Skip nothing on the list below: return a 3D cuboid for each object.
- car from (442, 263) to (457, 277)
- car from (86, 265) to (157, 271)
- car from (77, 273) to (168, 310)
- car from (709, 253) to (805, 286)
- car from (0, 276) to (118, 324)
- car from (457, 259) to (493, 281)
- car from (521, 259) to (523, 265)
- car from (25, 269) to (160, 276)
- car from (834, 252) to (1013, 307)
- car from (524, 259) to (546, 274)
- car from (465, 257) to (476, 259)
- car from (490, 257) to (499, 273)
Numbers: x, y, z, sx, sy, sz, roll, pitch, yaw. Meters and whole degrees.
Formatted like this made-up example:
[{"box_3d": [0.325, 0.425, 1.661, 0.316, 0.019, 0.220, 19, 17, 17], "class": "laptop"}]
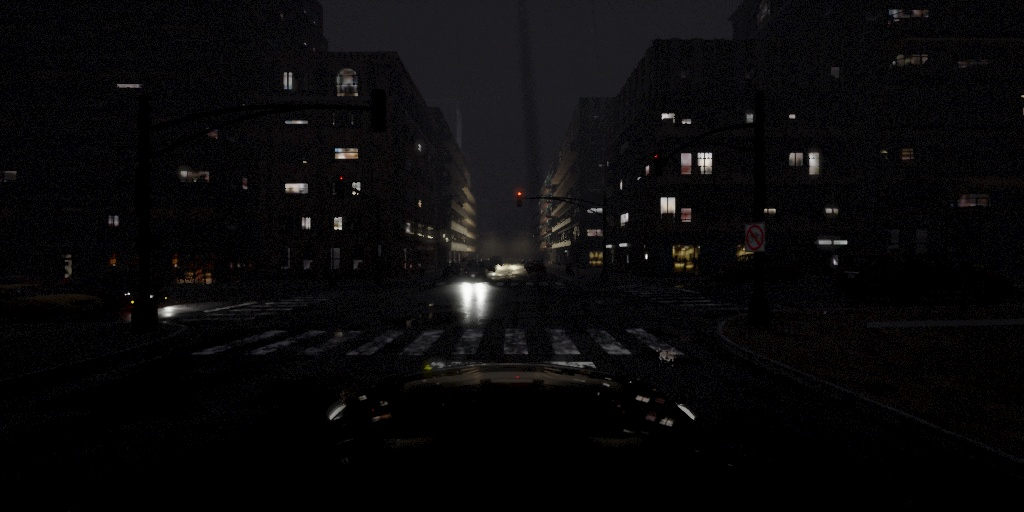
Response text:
[{"box_3d": [-5.621, 1.322, 35.155, 1.948, 1.339, 4.313, 0, 0, 0], "class": "car"}, {"box_3d": [-23.559, 1.462, 21.163, 5.009, 1.841, 2.192, 0, 0, 0], "class": "car"}, {"box_3d": [-17.594, 1.615, 15.450, 4.181, 1.385, 1.994, -1, 0, 0], "class": "car"}, {"box_3d": [14.616, 0.759, 21.449, 5.009, 1.841, 2.192, 0, 0, 0], "class": "car"}, {"box_3d": [-17.608, 1.585, 12.855, 4.829, 1.417, 1.751, 0, 0, 0], "class": "car"}, {"box_3d": [-2.980, 1.246, 29.656, 2.128, 1.511, 4.902, 0, 0, -1], "class": "car"}, {"box_3d": [2.807, 1.348, 57.870, 1.802, 1.307, 4.207, 0, 0, 0], "class": "car"}, {"box_3d": [-21.584, 1.643, 18.602, 4.674, 1.442, 1.812, -1, 0, 0], "class": "car"}, {"box_3d": [14.733, 0.775, 13.069, 5.009, 1.841, 2.192, 0, 0, 0], "class": "car"}, {"box_3d": [2.771, 1.198, 40.822, 1.967, 1.591, 4.097, 0, 0, 0], "class": "car"}, {"box_3d": [-5.597, 1.075, 46.521, 2.192, 1.841, 5.009, 0, 0, 0], "class": "car"}, {"box_3d": [-3.010, 1.238, 44.704, 1.882, 1.535, 5.008, 0, 1, 0], "class": "car"}]
